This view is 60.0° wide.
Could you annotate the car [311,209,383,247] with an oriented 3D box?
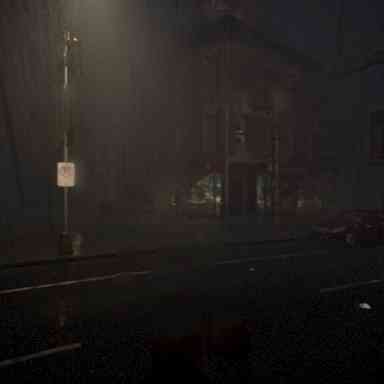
[{"bbox_3d":[7.534,1.482,14.698,4.674,1.452,2.002,0,0,-21],"label":"car"}]
